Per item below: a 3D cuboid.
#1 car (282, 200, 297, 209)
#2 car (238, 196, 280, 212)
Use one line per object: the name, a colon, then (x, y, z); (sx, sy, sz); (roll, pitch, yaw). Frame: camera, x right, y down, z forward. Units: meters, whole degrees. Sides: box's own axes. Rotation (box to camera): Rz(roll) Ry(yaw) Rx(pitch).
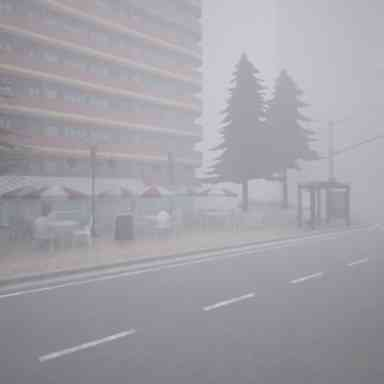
car: (11.218, 1.647, 43.090); (1.882, 1.535, 5.008); (0, 0, -40)
car: (7.965, 1.670, 41.526); (2.128, 1.511, 4.902); (0, 0, -40)
